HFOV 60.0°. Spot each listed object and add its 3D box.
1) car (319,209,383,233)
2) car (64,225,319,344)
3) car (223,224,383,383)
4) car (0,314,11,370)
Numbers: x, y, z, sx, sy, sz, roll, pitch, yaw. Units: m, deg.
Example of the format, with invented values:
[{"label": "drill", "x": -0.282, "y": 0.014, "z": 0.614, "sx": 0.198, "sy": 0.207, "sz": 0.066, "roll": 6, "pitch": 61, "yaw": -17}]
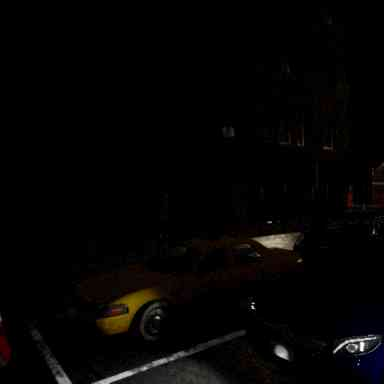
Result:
[{"label": "car", "x": 4.770, "y": 1.338, "z": 9.680, "sx": 4.097, "sy": 1.590, "sz": 1.967, "roll": -1, "pitch": 0, "yaw": -36}, {"label": "car", "x": 0.168, "y": 1.486, "z": 6.338, "sx": 4.829, "sy": 1.417, "sz": 1.752, "roll": -1, "pitch": 0, "yaw": -36}, {"label": "car", "x": 2.870, "y": 1.469, "z": 5.037, "sx": 4.674, "sy": 1.442, "sz": 1.812, "roll": -1, "pitch": 0, "yaw": -36}, {"label": "car", "x": -4.160, "y": 1.461, "z": 3.194, "sx": 4.097, "sy": 1.590, "sz": 1.967, "roll": -1, "pitch": 0, "yaw": -36}]
